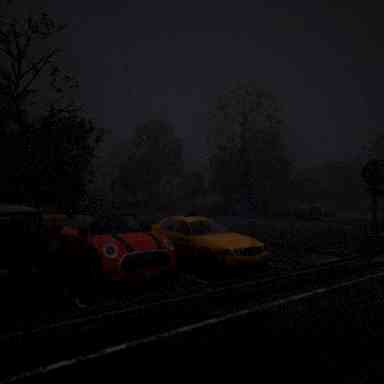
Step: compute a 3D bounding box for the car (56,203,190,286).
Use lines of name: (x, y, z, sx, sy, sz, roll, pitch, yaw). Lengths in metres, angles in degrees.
car: (-2.332, 1.355, 9.664, 2.185, 1.767, 4.553, 1, 0, -36)

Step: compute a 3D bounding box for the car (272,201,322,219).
car: (10.293, 1.916, 33.804, 2.002, 1.452, 4.674, 2, -1, -36)

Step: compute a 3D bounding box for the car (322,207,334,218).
car: (12.842, 1.826, 35.696, 2.185, 1.767, 4.553, 2, -1, -35)

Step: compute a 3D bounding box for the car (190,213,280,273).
car: (0.161, 1.499, 11.194, 1.946, 1.575, 5.366, 1, 0, -36)

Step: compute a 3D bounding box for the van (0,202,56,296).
van: (-4.846, 1.245, 7.957, 1.878, 1.987, 4.442, 0, 0, -36)

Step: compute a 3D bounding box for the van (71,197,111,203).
van: (-6.523, 1.283, 21.582, 1.878, 1.987, 4.442, 1, 0, -36)

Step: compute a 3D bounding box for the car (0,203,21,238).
car: (-11.127, 1.472, 18.638, 1.946, 1.575, 5.366, 0, 0, -36)

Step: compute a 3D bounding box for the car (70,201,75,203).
car: (-8.968, 1.485, 20.193, 1.946, 1.575, 5.366, 1, 0, -36)
